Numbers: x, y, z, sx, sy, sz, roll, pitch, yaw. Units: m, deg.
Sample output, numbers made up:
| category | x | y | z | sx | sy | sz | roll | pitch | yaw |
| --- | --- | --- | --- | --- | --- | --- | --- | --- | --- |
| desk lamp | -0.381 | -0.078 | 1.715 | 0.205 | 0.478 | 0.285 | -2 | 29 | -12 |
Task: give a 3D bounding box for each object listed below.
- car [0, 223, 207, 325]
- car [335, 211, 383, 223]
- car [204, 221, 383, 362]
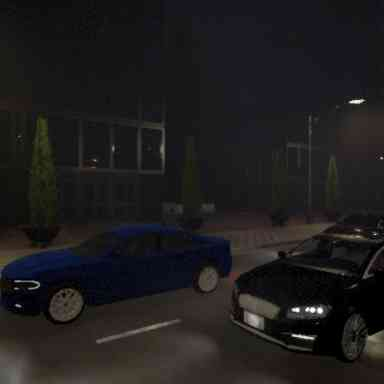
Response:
| category | x | y | z | sx | sy | sz | roll | pitch | yaw |
| --- | --- | --- | --- | --- | --- | --- | --- | --- | --- |
| car | -1.343 | 1.490 | 7.321 | 5.008 | 1.535 | 1.882 | 0 | 0 | -35 |
| car | 7.191 | 1.562 | 13.395 | 4.892 | 1.490 | 1.837 | 0 | 0 | -35 |
| car | 2.849 | 1.516 | 6.007 | 4.902 | 1.511 | 2.128 | 0 | 0 | -35 |
